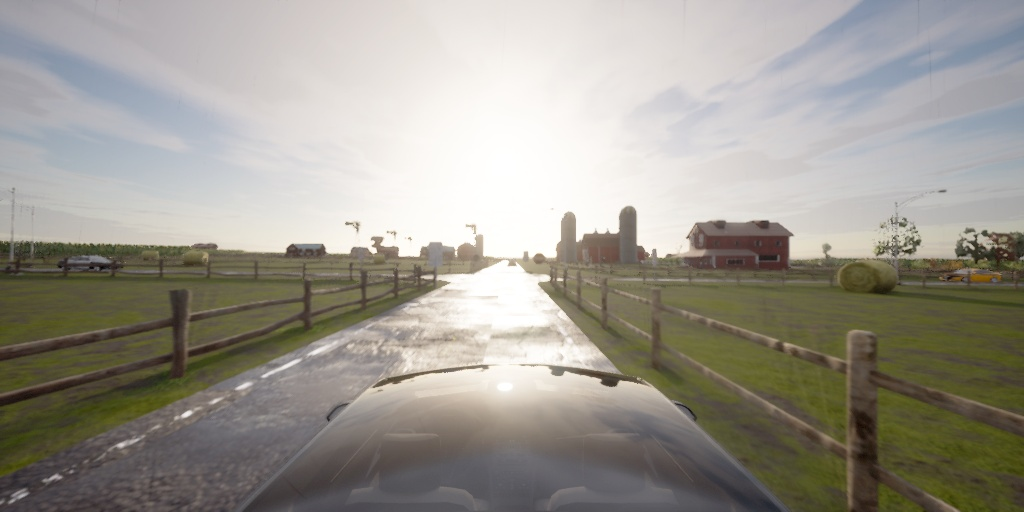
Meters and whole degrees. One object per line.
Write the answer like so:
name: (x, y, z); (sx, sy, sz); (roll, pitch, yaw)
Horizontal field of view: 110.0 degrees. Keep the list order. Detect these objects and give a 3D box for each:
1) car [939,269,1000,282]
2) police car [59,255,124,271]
car: (49.100, 2.104, 38.522); (5.008, 1.535, 1.882); (1, -1, 0)
police car: (-41.711, 0.689, 35.703); (5.238, 1.638, 1.930); (1, -1, 0)
